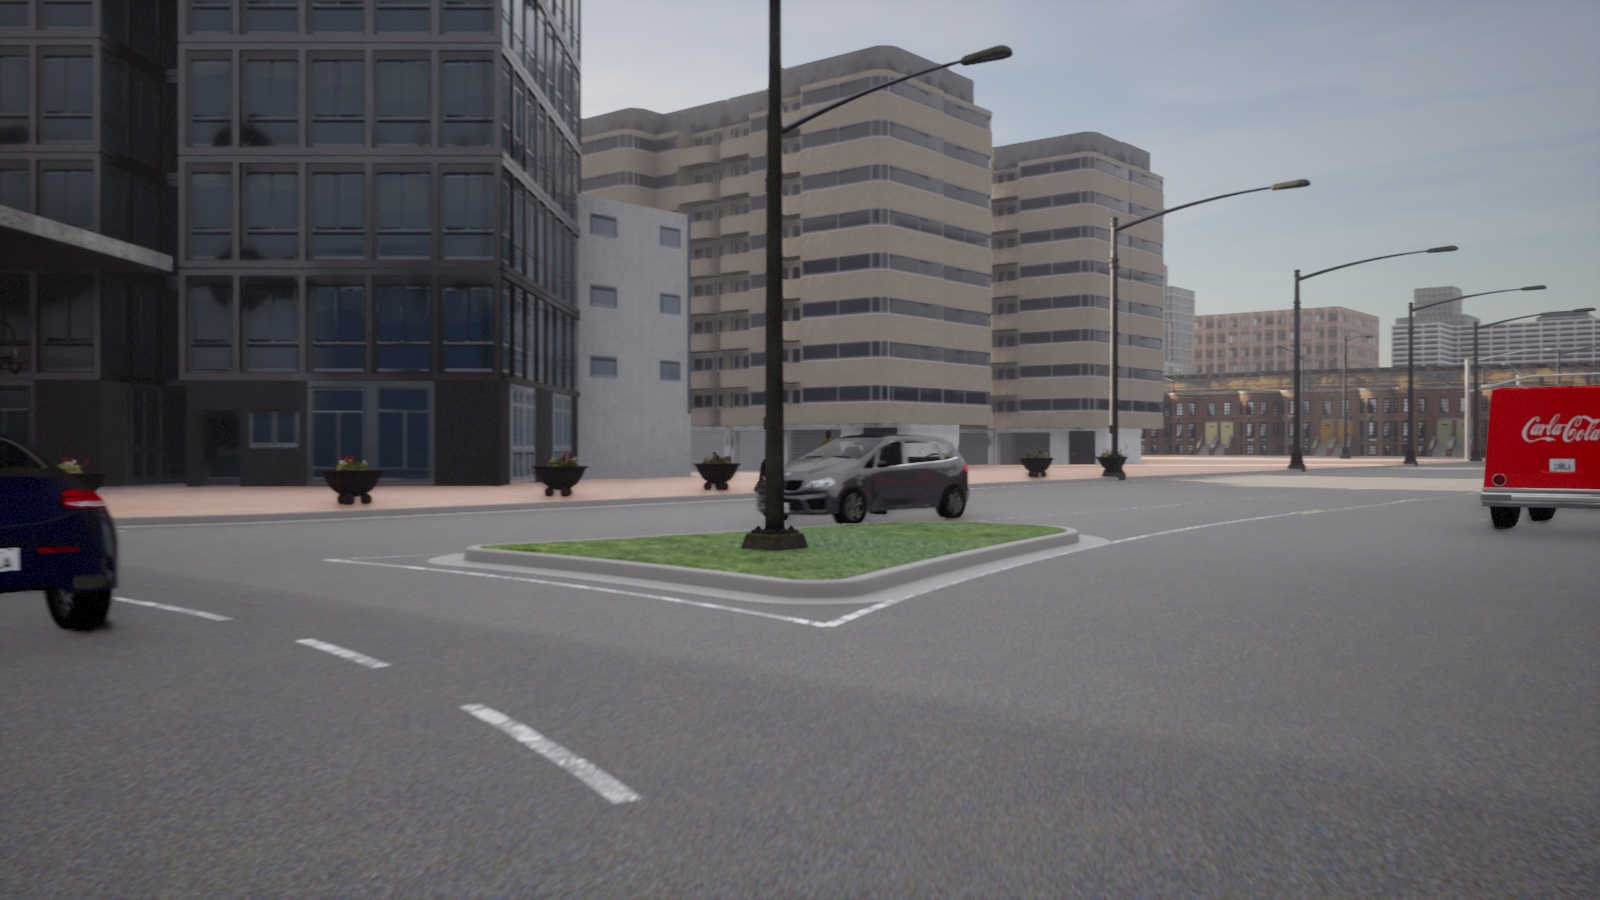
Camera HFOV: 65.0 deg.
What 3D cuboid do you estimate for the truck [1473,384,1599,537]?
[{"bbox_3d":[14.131,0.158,22.589,2.627,2.467,5.204,0,0,39],"label":"truck"}]

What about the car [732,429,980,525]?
[{"bbox_3d":[1.163,0.454,24.184,2.242,1.667,4.611,0,0,45],"label":"car"}]

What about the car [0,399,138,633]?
[{"bbox_3d":[-7.632,0.450,10.384,5.027,1.651,2.152,0,0,41],"label":"car"}]
